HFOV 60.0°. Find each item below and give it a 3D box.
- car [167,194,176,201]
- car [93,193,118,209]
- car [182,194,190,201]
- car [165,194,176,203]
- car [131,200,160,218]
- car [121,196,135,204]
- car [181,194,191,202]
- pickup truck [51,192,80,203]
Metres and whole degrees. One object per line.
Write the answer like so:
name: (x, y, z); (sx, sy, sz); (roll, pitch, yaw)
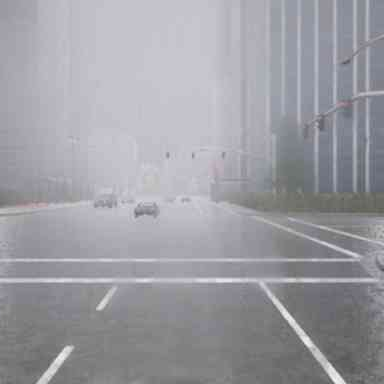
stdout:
car: (-4.915, 1.325, 80.256); (1.837, 1.490, 4.892); (0, 0, -1)
car: (-11.417, 1.175, 44.314); (2.150, 2.045, 5.566); (0, 0, 0)
car: (-1.415, 1.302, 80.310); (1.882, 1.535, 5.008); (0, 0, -1)
car: (-4.747, 1.459, 69.640); (2.033, 1.411, 5.357); (0, 0, -1)
car: (-3.978, 1.569, 30.216); (1.895, 1.301, 4.718); (0, 0, -1)
car: (-11.645, 1.428, 60.860); (2.128, 1.511, 4.902); (0, 0, 0)
car: (-1.253, 1.444, 70.060); (1.812, 1.442, 4.674); (0, 0, -1)
pickup truck: (-24.791, 0.991, 64.582); (2.390, 2.098, 6.274); (0, 0, 30)
